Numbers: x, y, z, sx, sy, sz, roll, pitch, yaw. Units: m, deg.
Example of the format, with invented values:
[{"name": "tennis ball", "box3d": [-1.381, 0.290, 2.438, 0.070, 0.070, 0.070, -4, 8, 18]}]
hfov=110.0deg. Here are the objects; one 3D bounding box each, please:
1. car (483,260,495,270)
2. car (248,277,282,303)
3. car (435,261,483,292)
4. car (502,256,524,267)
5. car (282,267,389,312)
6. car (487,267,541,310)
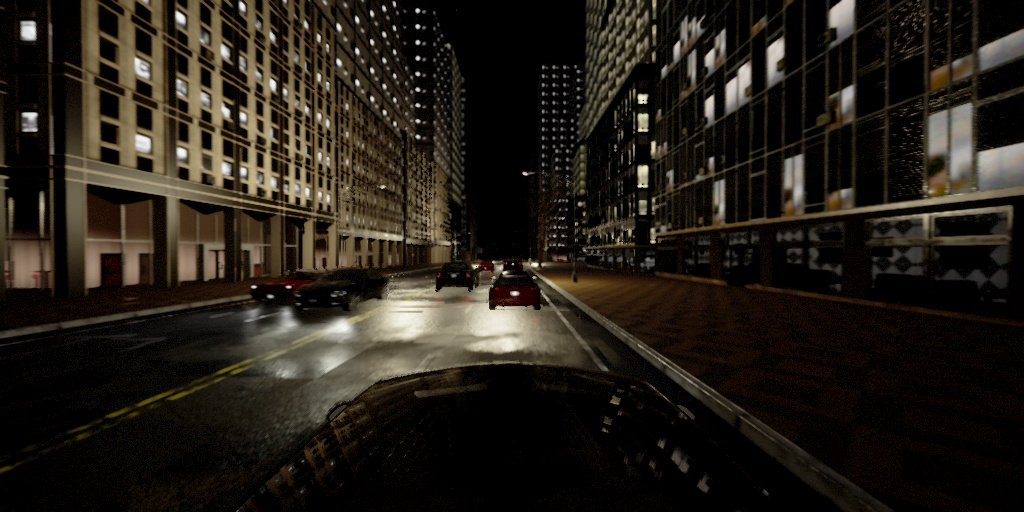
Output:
[{"name": "car", "box3d": [-3.142, 1.272, 44.775, 1.812, 1.442, 4.674, 0, 0, 0]}, {"name": "car", "box3d": [-9.796, 1.342, 16.762, 1.895, 1.301, 4.718, 0, 0, 0]}, {"name": "car", "box3d": [-3.146, 1.091, 21.486, 2.097, 1.767, 4.553, 0, 0, 0]}, {"name": "car", "box3d": [0.106, 0.965, 40.162, 2.150, 2.045, 5.566, 0, 0, 0]}, {"name": "car", "box3d": [-6.565, 1.219, 14.349, 1.882, 1.535, 5.008, 0, 0, 0]}, {"name": "car", "box3d": [0.102, 1.306, 14.760, 1.994, 1.385, 4.181, 0, 0, 0]}]
